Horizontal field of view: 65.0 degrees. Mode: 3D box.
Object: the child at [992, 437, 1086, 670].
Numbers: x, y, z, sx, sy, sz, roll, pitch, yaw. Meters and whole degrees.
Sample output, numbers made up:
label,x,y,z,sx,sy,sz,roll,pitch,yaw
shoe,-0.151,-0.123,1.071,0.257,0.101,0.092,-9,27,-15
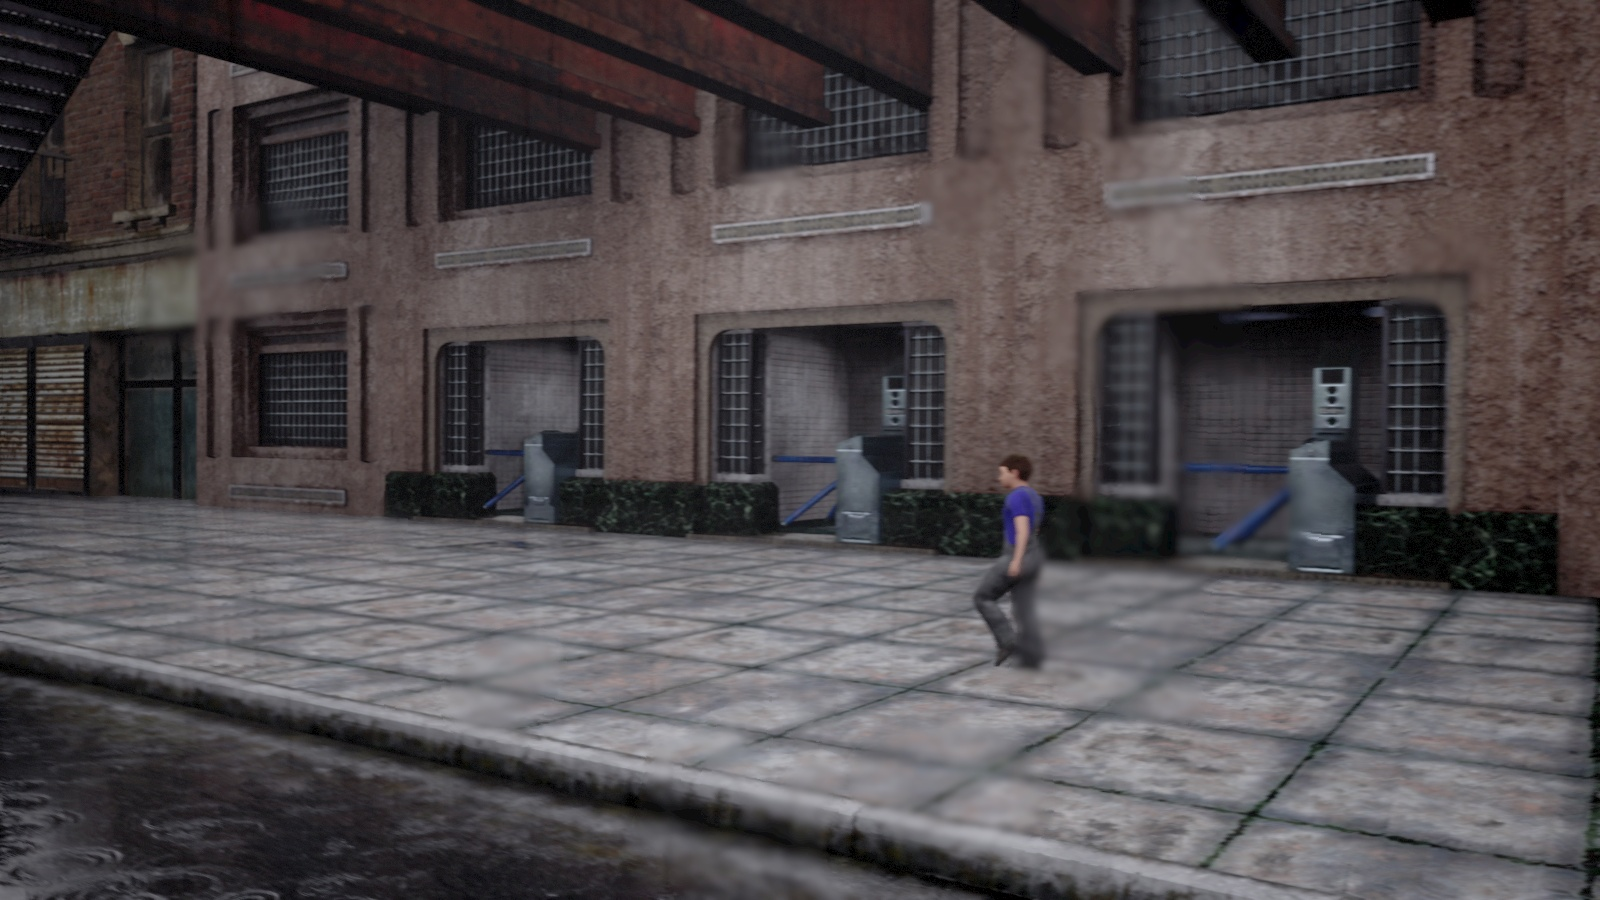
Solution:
label,x,y,z,sx,sy,sz,roll,pitch,yaw
child,1.341,0.560,7.039,0.437,1.263,0.270,0,1,34
